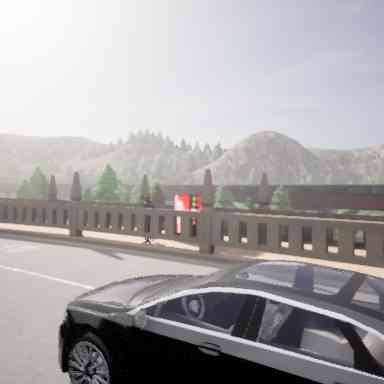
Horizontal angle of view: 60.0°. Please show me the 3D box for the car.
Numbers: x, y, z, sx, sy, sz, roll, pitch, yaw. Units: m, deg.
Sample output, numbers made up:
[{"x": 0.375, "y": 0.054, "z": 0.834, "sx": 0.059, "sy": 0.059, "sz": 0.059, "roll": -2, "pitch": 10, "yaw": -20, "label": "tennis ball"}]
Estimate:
[{"x": 0.668, "y": 1.468, "z": 3.299, "sx": 4.902, "sy": 1.511, "sz": 2.128, "roll": 1, "pitch": 1, "yaw": 35, "label": "car"}]

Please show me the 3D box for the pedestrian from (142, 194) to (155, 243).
[{"x": -1.665, "y": 0.986, "z": 12.523, "sx": 0.375, "sy": 1.860, "sz": 0.375, "roll": 1, "pitch": 1, "yaw": 31, "label": "pedestrian"}]

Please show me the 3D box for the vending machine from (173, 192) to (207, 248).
[{"x": -0.076, "y": 1.055, "z": 13.281, "sx": 0.880, "sy": 2.100, "sz": 1.100, "roll": 1, "pitch": 1, "yaw": 31, "label": "vending machine"}]
